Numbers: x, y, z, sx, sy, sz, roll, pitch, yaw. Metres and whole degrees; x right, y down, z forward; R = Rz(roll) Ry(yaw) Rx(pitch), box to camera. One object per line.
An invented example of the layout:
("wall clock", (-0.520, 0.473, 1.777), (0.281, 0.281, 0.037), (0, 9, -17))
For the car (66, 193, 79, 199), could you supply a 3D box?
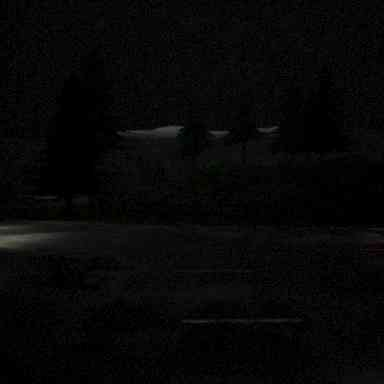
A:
("car", (-23.066, 0.521, 61.944), (4.902, 1.511, 2.128), (1, 1, 35))
